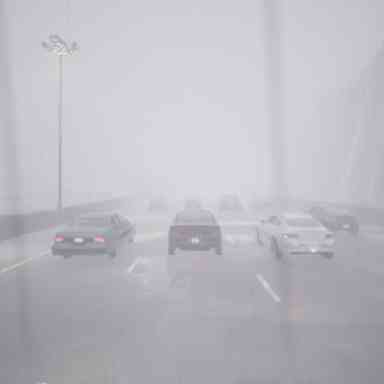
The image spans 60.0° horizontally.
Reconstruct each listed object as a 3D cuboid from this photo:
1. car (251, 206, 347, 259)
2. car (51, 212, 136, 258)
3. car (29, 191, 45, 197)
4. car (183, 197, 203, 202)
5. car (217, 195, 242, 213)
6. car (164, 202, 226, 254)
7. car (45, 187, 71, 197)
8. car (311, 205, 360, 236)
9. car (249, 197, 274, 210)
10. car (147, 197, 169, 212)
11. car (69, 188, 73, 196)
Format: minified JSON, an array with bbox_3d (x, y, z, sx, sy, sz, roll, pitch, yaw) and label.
[{"bbox_3d":[3.589,1.454,12.155,1.812,1.442,4.674,0,0,0],"label":"car"},{"bbox_3d":[-3.398,1.473,12.476,2.033,1.411,5.357,0,1,0],"label":"car"},{"bbox_3d":[-24.494,0.414,53.658,1.812,1.442,4.674,0,1,0],"label":"car"},{"bbox_3d":[0.104,1.186,34.072,1.812,1.442,4.674,0,1,0],"label":"car"},{"bbox_3d":[3.604,1.034,32.672,2.097,1.767,4.553,0,1,0],"label":"car"},{"bbox_3d":[0.102,1.397,13.232,1.882,1.535,5.008,0,1,0],"label":"car"},{"bbox_3d":[-20.994,0.116,53.620,2.150,2.045,5.566,0,1,0],"label":"car"},{"bbox_3d":[7.088,1.403,17.622,1.812,1.442,4.674,0,1,0],"label":"car"},{"bbox_3d":[7.104,1.187,34.054,1.812,1.442,4.674,0,1,0],"label":"car"},{"bbox_3d":[-3.395,1.186,34.076,1.812,1.442,4.674,0,1,0],"label":"car"},{"bbox_3d":[-17.494,0.430,53.657,2.033,1.411,5.357,0,1,0],"label":"car"}]
